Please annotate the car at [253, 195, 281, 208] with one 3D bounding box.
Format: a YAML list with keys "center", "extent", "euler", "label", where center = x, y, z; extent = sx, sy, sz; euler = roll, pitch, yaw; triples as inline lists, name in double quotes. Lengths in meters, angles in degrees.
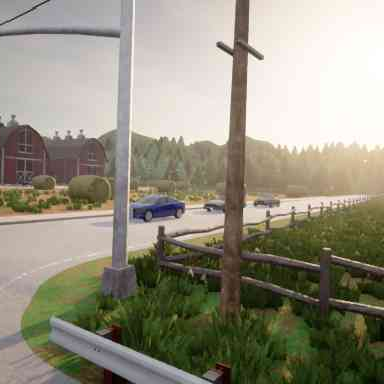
- center: [8.583, 0.997, 37.814]
  extent: [1.994, 1.385, 4.181]
  euler: [3, 2, 33]
  label: "car"

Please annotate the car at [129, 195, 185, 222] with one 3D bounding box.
- center: [-2.378, 0.943, 21.201]
  extent: [1.882, 1.535, 5.008]
  euler: [3, 2, 33]
  label: "car"

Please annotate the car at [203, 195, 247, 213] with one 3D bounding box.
- center: [3.064, 0.997, 29.461]
  extent: [2.033, 1.411, 5.357]
  euler: [3, 2, 33]
  label: "car"

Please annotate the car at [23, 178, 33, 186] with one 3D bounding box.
- center: [-38.905, -2.329, 79.375]
  extent: [1.905, 1.878, 3.866]
  euler: [8, 2, -13]
  label: "car"
